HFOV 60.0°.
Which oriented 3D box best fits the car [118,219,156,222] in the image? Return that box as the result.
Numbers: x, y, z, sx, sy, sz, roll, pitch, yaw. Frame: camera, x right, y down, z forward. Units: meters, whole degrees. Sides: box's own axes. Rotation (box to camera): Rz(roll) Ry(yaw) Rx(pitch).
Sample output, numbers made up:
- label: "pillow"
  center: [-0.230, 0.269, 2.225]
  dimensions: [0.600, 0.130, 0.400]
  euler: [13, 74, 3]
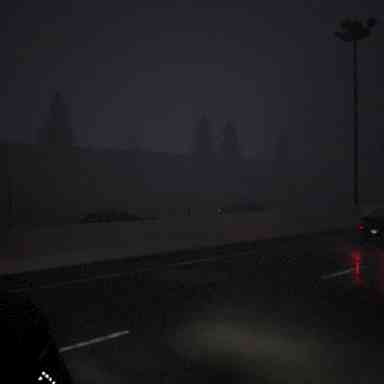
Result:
- label: "car"
  center: [-3.944, 1.487, 14.059]
  dimensions: [5.357, 1.411, 2.033]
  euler: [-1, 0, -35]

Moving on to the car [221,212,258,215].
- label: "car"
  center: [4.180, 1.246, 28.409]
  dimensions: [4.902, 1.511, 2.128]
  euler: [-1, 0, -35]

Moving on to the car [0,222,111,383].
- label: "car"
  center: [-3.402, 1.248, 1.326]
  dimensions: [5.566, 2.045, 2.150]
  euler: [-1, 1, -35]

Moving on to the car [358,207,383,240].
- label: "car"
  center: [9.057, 1.331, 14.458]
  dimensions: [4.674, 1.442, 1.812]
  euler: [-1, 1, -35]
